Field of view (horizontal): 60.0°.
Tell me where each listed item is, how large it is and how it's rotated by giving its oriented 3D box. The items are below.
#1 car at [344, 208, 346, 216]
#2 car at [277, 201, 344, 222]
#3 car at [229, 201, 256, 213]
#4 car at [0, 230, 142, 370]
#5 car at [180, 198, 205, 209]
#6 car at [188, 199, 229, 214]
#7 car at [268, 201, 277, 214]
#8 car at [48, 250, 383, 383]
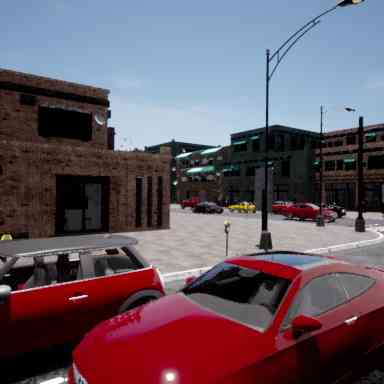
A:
[{"bbox_3d":[12.902,1.812,32.652,1.947,1.339,4.313,0,-1,-35],"label":"car"},{"bbox_3d":[9.574,1.656,27.255,1.812,1.442,4.674,1,-1,-34],"label":"car"},{"bbox_3d":[6.471,1.879,41.903,1.752,1.417,4.829,0,-1,-35],"label":"car"},{"bbox_3d":[-2.435,1.440,4.808,4.097,1.590,1.967,0,1,-36],"label":"car"},{"bbox_3d":[0.234,1.773,50.876,2.192,1.841,5.009,0,-1,-35],"label":"car"},{"bbox_3d":[1.840,1.823,38.431,1.994,1.385,4.181,1,-1,-35],"label":"car"},{"bbox_3d":[9.736,1.739,37.209,1.967,1.590,4.097,0,-1,-35],"label":"car"},{"bbox_3d":[0.963,1.526,4.067,4.674,1.442,1.812,0,0,-36],"label":"car"}]
